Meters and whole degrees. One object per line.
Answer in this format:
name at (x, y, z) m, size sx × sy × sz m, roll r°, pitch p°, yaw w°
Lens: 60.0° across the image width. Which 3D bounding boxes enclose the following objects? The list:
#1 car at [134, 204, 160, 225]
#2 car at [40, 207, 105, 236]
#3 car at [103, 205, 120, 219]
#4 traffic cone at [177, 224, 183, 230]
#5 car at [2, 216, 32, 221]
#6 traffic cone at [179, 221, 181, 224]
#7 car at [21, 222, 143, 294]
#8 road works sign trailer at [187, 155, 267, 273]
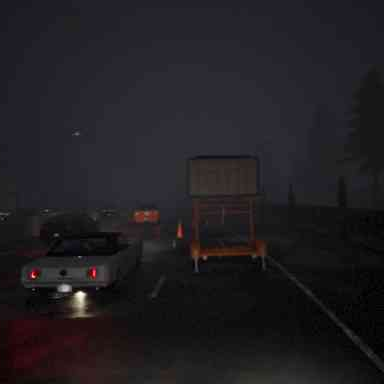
car at (-3.791, 1.759, 27.880) m, size 2.097 × 1.767 × 4.553 m, roll -1°, pitch -1°, yaw -8°
car at (-6.239, 1.825, 17.506) m, size 1.882 × 1.535 × 5.008 m, roll -1°, pitch -1°, yaw -3°
car at (-8.810, 2.104, 35.575) m, size 2.128 × 1.511 × 4.902 m, roll -1°, pitch -1°, yaw -13°
traffic cone at (-0.661, 2.178, 18.127) m, size 0.340 × 0.580 × 0.340 m, roll -1°, pitch -1°, yaw -2°
car at (-14.722, 2.152, 28.742) m, size 1.882 × 1.535 × 5.008 m, roll -1°, pitch -1°, yaw -11°
traffic cone at (-0.734, 2.203, 20.125) m, size 0.340 × 0.580 × 0.340 m, roll -1°, pitch -1°, yaw -2°
car at (-2.621, 1.769, 9.253) m, size 1.895 × 1.301 × 4.718 m, roll -1°, pitch -1°, yaw 2°
road works sign trailer at (1.045, 0.568, 11.204) m, size 2.380 × 3.560 × 2.880 m, roll -1°, pitch -1°, yaw -2°
